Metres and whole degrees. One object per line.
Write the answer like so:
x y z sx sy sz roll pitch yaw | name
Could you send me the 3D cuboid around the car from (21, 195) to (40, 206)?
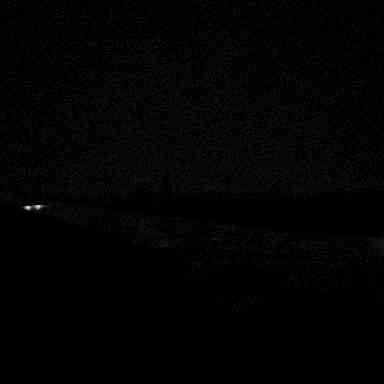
-22.823 1.173 46.888 2.033 1.411 5.357 -3 2 -34 | car
